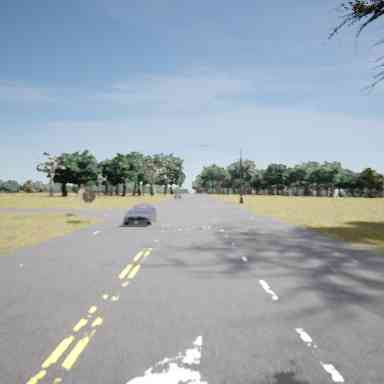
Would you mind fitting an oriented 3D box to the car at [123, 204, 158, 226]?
[{"bbox_3d":[-3.505,1.533,23.541,2.033,1.411,5.357,0,0,0],"label":"car"}]

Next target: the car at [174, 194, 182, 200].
[{"bbox_3d":[-3.721,1.234,86.601,2.128,1.511,4.902,0,0,0],"label":"car"}]
